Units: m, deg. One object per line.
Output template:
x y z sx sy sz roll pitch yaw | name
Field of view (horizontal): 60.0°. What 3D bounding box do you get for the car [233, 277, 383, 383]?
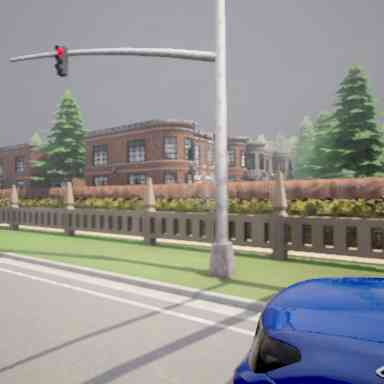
2.994 1.207 1.857 5.566 2.045 2.150 -1 0 35 | car
